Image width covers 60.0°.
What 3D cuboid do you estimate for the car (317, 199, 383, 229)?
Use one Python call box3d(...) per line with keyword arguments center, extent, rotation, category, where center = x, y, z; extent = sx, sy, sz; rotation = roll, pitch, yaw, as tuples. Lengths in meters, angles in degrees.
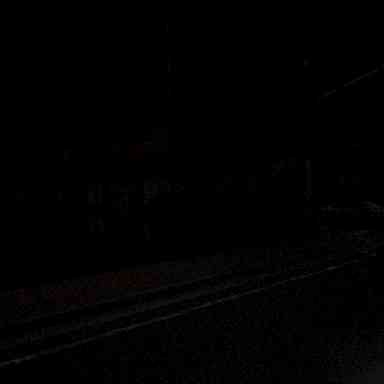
box3d(center=(9.136, 1.137, 17.994), extent=(1.812, 1.442, 4.674), rotation=(-3, 0, -39), category="car")
